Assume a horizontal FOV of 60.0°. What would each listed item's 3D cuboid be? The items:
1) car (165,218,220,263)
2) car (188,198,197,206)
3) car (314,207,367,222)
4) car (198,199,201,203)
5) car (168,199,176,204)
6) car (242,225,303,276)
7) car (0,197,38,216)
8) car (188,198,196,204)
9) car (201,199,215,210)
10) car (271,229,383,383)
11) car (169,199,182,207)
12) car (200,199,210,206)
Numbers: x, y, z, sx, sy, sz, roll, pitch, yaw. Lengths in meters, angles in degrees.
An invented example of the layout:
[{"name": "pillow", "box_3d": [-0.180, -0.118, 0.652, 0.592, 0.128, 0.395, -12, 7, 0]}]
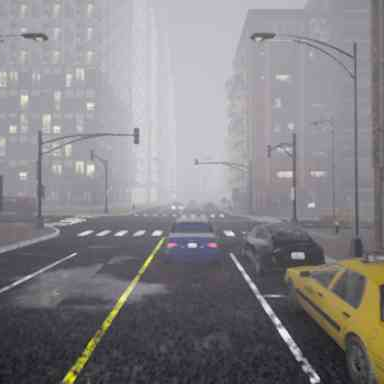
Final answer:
[{"name": "car", "box_3d": [0.012, 1.679, 12.532, 2.033, 1.411, 5.357, 0, -1, 0]}, {"name": "car", "box_3d": [0.030, 2.349, 75.131, 1.994, 1.385, 4.181, 0, -1, 0]}, {"name": "car", "box_3d": [14.655, 2.177, 32.876, 4.829, 1.417, 1.752, 1, -2, 0]}, {"name": "car", "box_3d": [2.716, 2.249, 65.482, 2.008, 1.369, 4.403, 0, -1, 0]}, {"name": "car", "box_3d": [-5.653, 2.564, 93.726, 2.008, 1.369, 4.403, 0, -1, 0]}, {"name": "car", "box_3d": [2.695, 1.677, 10.545, 1.947, 1.339, 4.313, 0, -1, 0]}, {"name": "car", "box_3d": [-17.681, 1.366, 32.619, 5.009, 1.841, 2.192, 1, -2, 0]}, {"name": "car", "box_3d": [0.034, 2.302, 85.168, 1.994, 1.385, 4.181, 0, -1, 0]}, {"name": "car", "box_3d": [2.761, 2.139, 52.565, 1.802, 1.307, 4.206, 0, -1, 0]}, {"name": "car", "box_3d": [2.693, 1.579, 5.032, 1.752, 1.417, 4.829, 0, -1, 0]}, {"name": "car", "box_3d": [-2.979, 2.318, 67.488, 1.895, 1.301, 4.718, 0, -1, 0]}, {"name": "car", "box_3d": [2.719, 2.311, 71.130, 2.008, 1.369, 4.403, 0, -1, 0]}]
